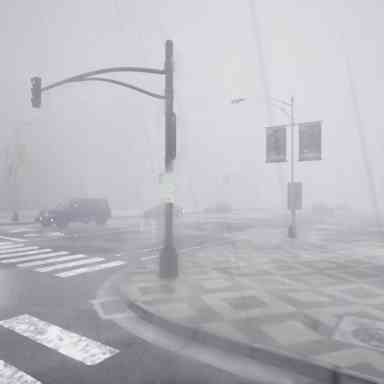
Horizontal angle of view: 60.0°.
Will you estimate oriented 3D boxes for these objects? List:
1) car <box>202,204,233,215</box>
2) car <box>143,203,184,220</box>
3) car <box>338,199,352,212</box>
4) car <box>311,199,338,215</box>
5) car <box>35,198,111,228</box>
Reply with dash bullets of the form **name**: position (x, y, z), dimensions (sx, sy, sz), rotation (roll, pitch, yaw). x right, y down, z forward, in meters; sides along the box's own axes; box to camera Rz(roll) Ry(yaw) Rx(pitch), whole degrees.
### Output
- **car**: position (3.198, 2.133, 41.007), dimensions (1.895, 1.301, 4.718), rotation (0, -1, 35)
- **car**: position (-2.729, 1.887, 32.626), dimensions (1.837, 1.490, 4.892), rotation (0, -1, 36)
- **car**: position (24.588, 2.381, 54.072), dimensions (2.128, 1.511, 4.902), rotation (0, -1, 35)
- **car**: position (17.112, 2.046, 43.481), dimensions (2.097, 1.767, 4.553), rotation (0, -1, 35)
- **car**: position (-8.503, 1.459, 24.458), dimensions (2.150, 2.045, 5.566), rotation (0, -1, 35)
